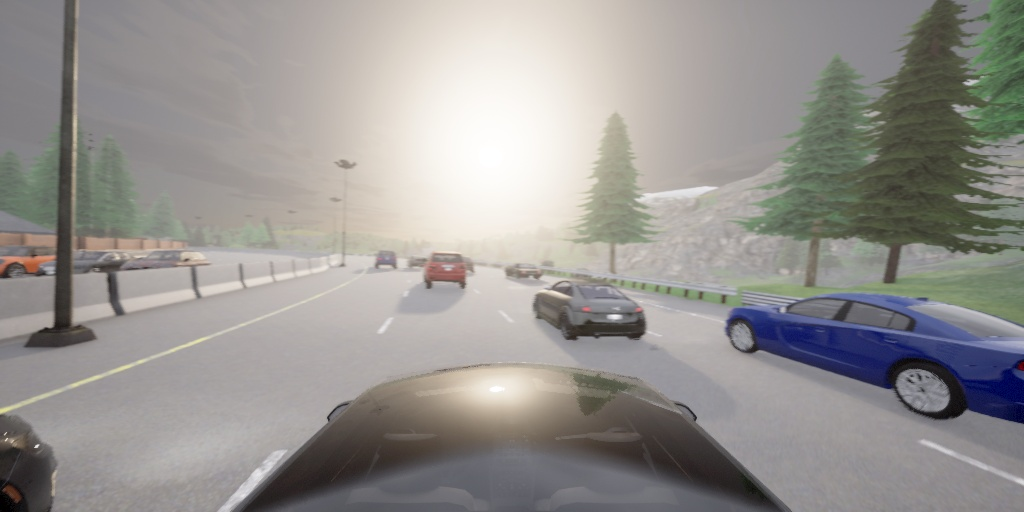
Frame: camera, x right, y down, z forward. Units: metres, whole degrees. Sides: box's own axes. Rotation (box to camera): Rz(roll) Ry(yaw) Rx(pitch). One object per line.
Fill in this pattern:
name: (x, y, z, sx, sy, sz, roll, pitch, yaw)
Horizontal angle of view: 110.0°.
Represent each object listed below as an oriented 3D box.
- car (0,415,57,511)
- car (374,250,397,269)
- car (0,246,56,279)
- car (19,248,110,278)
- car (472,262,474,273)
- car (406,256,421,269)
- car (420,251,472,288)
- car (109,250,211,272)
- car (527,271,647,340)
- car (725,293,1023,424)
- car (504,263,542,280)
car: (-3.488, 1.158, 0.108, 1.837, 1.490, 4.892, 2, 1, -8)
car: (-14.165, 0.346, 40.149, 2.150, 2.045, 5.566, 2, 0, -23)
car: (-25.523, 0.241, 18.524, 2.097, 1.767, 4.553, 2, 0, -16)
car: (-22.022, 0.485, 18.993, 2.128, 1.511, 4.902, 2, 0, -16)
car: (-5.301, 0.763, 36.361, 2.097, 1.767, 4.553, 1, 0, -20)
car: (-11.130, 0.714, 41.626, 1.837, 1.490, 4.892, 3, 0, -23)
car: (-4.083, 0.748, 21.360, 2.150, 2.045, 5.566, 2, 0, -16)
car: (-18.495, 0.450, 19.399, 2.097, 1.767, 4.553, 2, 0, -16)
car: (1.944, 1.330, 10.092, 1.994, 1.385, 4.181, 2, 0, -11)
car: (6.170, 1.391, 6.350, 1.882, 1.535, 5.008, 2, 0, -10)
car: (0.788, 1.234, 29.187, 1.895, 1.301, 4.718, 2, 0, -17)
